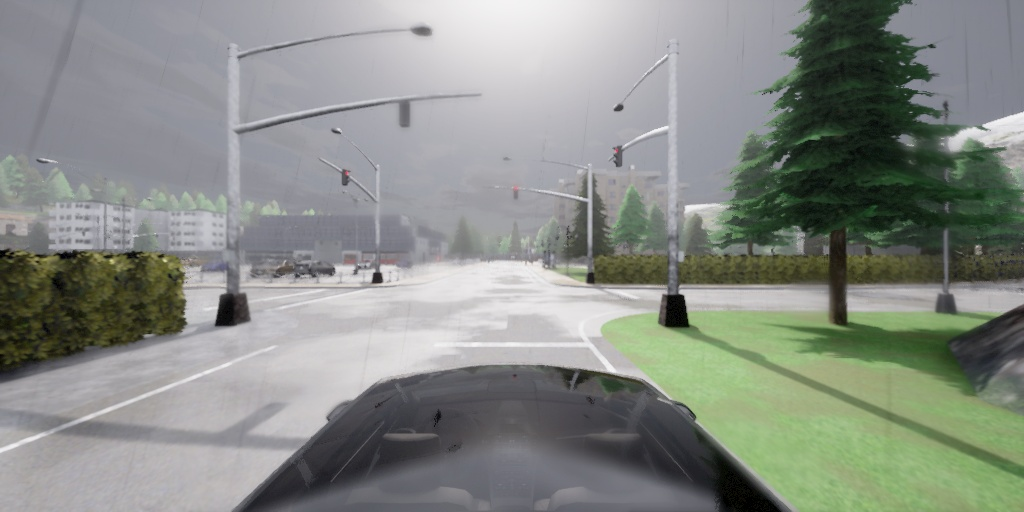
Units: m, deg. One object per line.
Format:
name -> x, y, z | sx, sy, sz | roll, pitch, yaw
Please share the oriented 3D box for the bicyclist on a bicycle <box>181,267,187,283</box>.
bicyclist on a bicycle -> -21.771, 1.074, 23.195 | 0.582, 1.620, 1.656 | 0, 0, 1
